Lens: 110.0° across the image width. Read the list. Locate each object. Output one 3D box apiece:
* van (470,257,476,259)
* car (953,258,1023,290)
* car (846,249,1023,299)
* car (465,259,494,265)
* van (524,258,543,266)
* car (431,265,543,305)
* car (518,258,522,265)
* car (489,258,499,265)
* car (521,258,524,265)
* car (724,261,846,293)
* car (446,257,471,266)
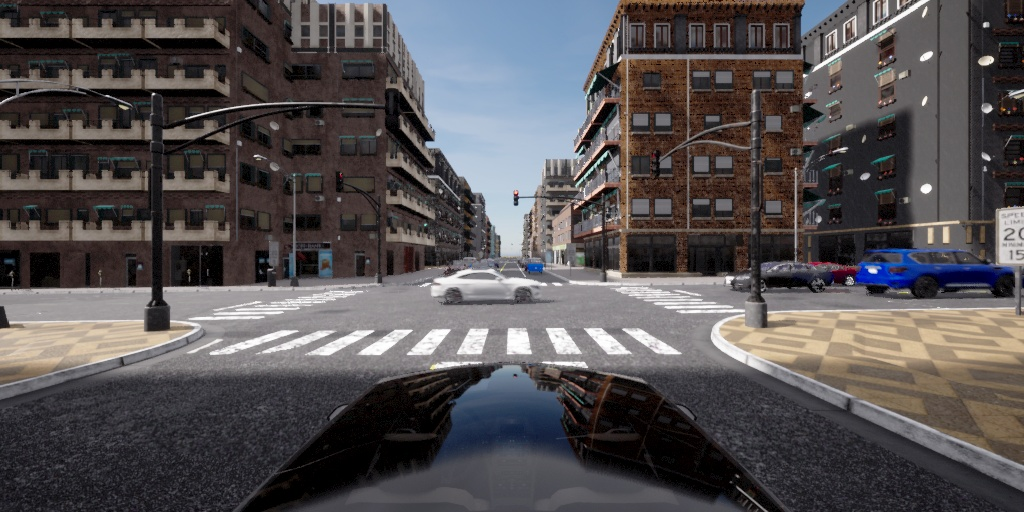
[{"bbox_3d":[-5.528,1.079,47.053,1.690,1.789,3.998,0,0,0],"label":"van"},{"bbox_3d":[26.358,0.860,18.387,4.902,1.511,2.128,-1,0,0],"label":"car"},{"bbox_3d":[18.274,0.702,15.514,5.566,2.045,2.150,-1,0,0],"label":"car"},{"bbox_3d":[-2.929,1.248,33.180,1.837,1.490,4.892,0,0,0],"label":"car"},{"bbox_3d":[2.592,1.081,40.870,1.690,1.789,3.998,0,0,0],"label":"van"},{"bbox_3d":[-1.092,1.273,15.457,4.674,1.442,1.812,-1,0,0],"label":"car"},{"bbox_3d":[2.419,1.300,58.236,1.948,1.339,4.313,0,0,0],"label":"car"},{"bbox_3d":[-2.961,1.287,44.094,2.033,1.411,5.357,0,0,0],"label":"car"},{"bbox_3d":[2.541,1.283,47.074,1.888,1.381,4.507,0,0,0],"label":"car"},{"bbox_3d":[13.535,1.036,18.360,4.902,1.511,2.128,-1,0,0],"label":"car"},{"bbox_3d":[-5.534,1.182,35.889,1.967,1.591,4.097,0,0,0],"label":"car"}]
